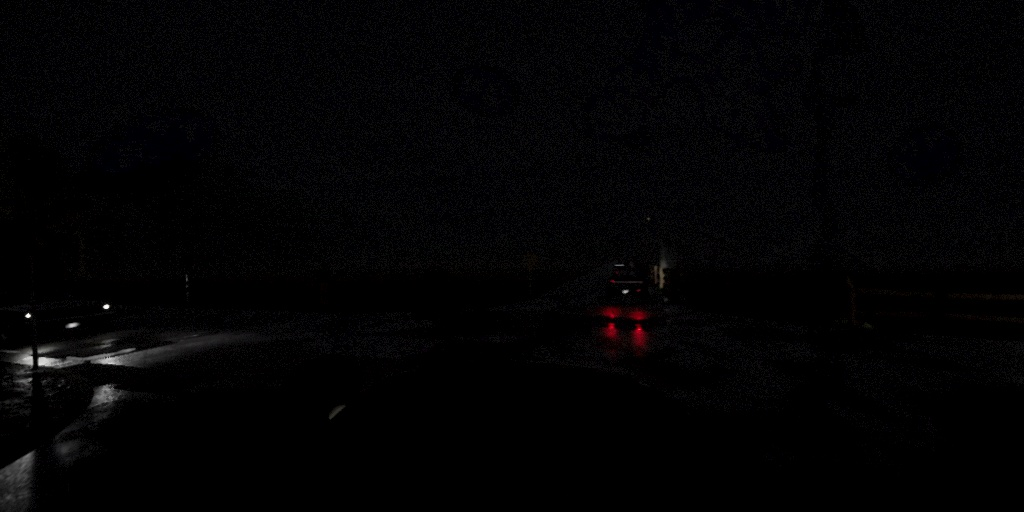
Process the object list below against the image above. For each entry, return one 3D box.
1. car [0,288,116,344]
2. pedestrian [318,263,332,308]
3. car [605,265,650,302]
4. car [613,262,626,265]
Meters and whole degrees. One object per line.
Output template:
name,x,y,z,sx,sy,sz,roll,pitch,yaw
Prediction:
car,-14.195,1.613,10.454,4.718,1.301,1.895,-1,1,16
pedestrian,-7.786,1.186,14.827,0.375,1.860,0.375,-1,1,16
car,5.767,1.366,17.901,2.128,1.511,4.902,0,-1,20
car,18.325,1.739,61.039,2.128,1.511,4.902,-1,-1,16
